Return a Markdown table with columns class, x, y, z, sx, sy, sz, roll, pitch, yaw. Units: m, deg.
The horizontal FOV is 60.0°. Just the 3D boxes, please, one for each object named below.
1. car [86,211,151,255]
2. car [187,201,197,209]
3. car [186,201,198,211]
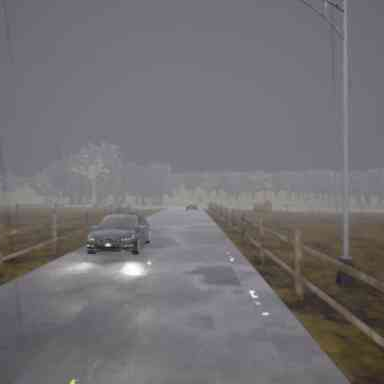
| class | x | y | z | sx | sy | sz | roll | pitch | yaw |
| --- | --- | --- | --- | --- | --- | --- | --- | --- | --- |
| car | -2.813 | 1.583 | 13.645 | 1.837 | 1.490 | 4.892 | 0 | -1 | 0 |
| car | -0.031 | 2.553 | 64.868 | 1.882 | 1.535 | 5.008 | 0 | -2 | 0 |
| car | -0.026 | 2.291 | 54.551 | 1.812 | 1.442 | 4.674 | 0 | -2 | 0 |
